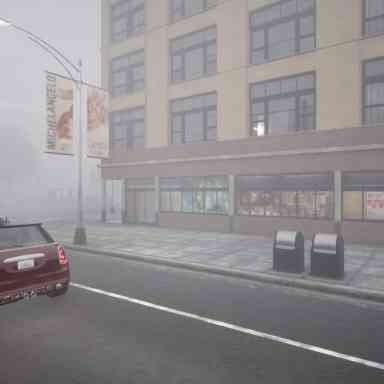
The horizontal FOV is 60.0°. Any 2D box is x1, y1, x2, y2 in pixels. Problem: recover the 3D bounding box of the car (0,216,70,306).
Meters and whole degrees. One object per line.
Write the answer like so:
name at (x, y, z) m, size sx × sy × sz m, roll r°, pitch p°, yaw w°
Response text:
car at (-4.784, 1.352, 7.386) m, size 4.553 × 1.767 × 2.097 m, roll 0°, pitch 0°, yaw 36°
